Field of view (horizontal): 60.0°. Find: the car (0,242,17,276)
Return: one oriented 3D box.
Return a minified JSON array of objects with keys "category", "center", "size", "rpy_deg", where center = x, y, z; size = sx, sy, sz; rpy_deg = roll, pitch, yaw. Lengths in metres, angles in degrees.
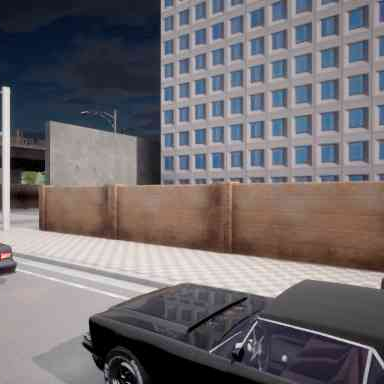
[{"category":"car","center":[-6.747,1.547,8.804],"size":[5.357,1.411,2.033],"rpy_deg":[0,0,36]}]

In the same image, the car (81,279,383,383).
[{"category":"car","center":[1.059,1.601,3.229],"size":[4.718,1.301,1.895],"rpy_deg":[0,0,36]}]
